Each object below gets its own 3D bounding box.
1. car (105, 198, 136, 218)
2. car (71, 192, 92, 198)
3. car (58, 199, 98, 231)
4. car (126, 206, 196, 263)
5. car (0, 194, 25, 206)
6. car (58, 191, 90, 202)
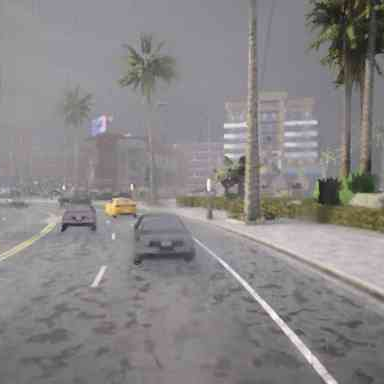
[{"bbox_3d":[-5.917,1.229,27.380,1.882,1.535,5.008,0,1,-23],"label":"car"},{"bbox_3d":[-27.908,0.697,83.968,4.674,1.452,2.002,0,1,12],"label":"car"},{"bbox_3d":[-6.580,1.378,19.573,2.033,1.411,5.357,0,1,-17],"label":"car"},{"bbox_3d":[-1.131,1.437,11.537,2.033,1.411,5.357,0,1,-10],"label":"car"},{"bbox_3d":[-25.239,1.241,45.980,4.718,1.301,1.895,0,1,34],"label":"car"},{"bbox_3d":[-14.775,0.866,41.620,2.150,2.045,5.566,0,1,-42],"label":"car"}]
